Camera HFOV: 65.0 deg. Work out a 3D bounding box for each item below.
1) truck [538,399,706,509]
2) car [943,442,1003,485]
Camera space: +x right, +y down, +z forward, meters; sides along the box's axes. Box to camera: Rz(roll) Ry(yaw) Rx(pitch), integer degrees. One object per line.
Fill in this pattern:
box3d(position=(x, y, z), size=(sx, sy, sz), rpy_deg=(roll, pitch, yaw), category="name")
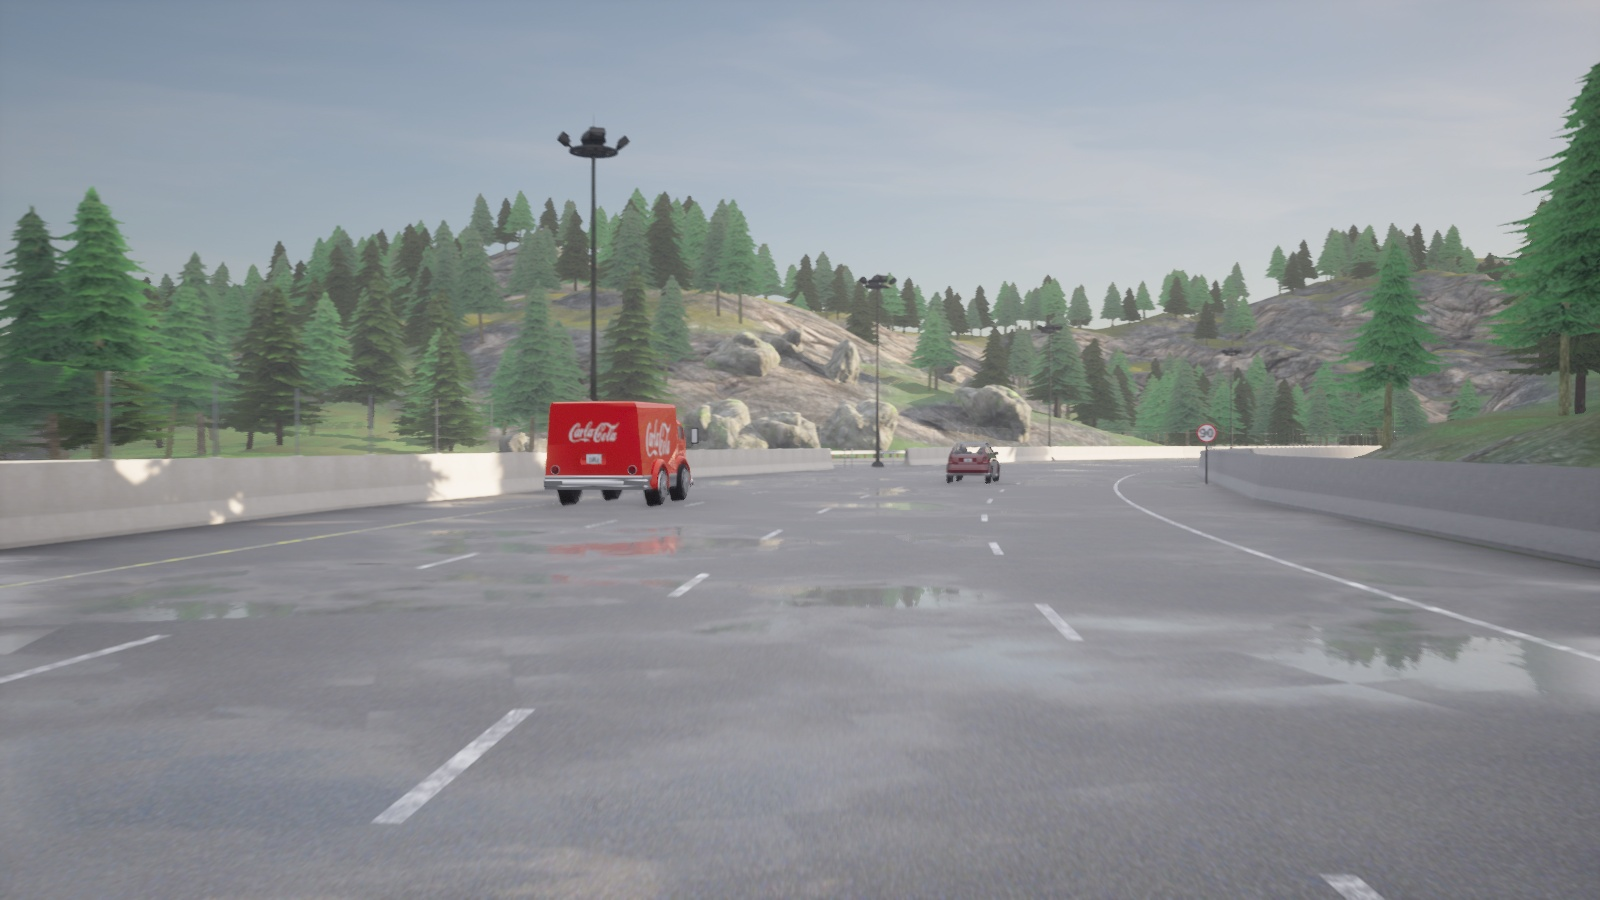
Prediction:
box3d(position=(-4.245, 0.075, 30.991), size=(2.627, 2.467, 5.204), rpy_deg=(0, 0, 10), category="truck")
box3d(position=(6.615, 0.477, 47.712), size=(1.789, 1.549, 3.705), rpy_deg=(0, 0, 15), category="car")
